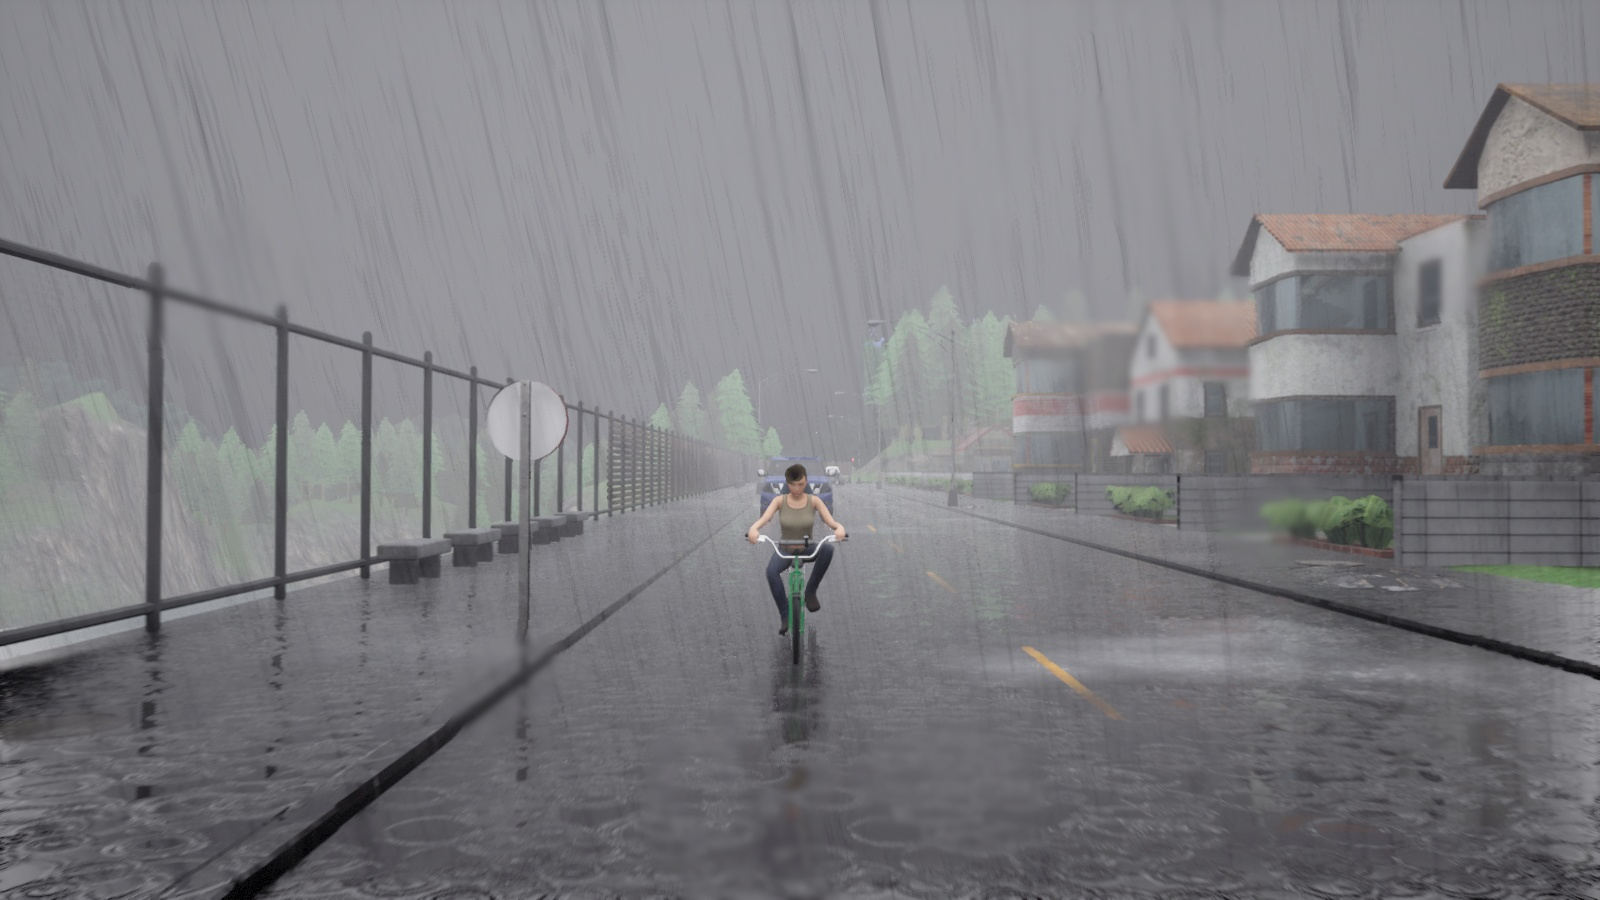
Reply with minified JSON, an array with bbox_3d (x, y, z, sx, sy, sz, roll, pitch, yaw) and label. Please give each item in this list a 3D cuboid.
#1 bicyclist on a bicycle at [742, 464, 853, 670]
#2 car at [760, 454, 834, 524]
[{"bbox_3d":[-0.020,0.930,10.661,0.866,1.612,1.509,0,0,0],"label":"bicyclist on a bicycle"},{"bbox_3d":[-0.097,1.195,39.617,2.150,2.045,5.566,0,-1,0],"label":"car"}]
